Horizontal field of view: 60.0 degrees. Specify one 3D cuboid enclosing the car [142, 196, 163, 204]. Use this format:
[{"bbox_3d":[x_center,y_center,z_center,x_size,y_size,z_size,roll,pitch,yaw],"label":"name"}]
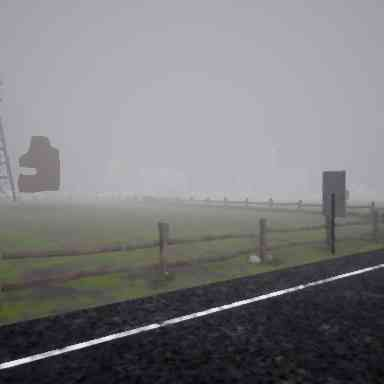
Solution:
[{"bbox_3d":[-7.675,1.545,64.089,2.033,1.411,5.357,1,-1,-36],"label":"car"}]
